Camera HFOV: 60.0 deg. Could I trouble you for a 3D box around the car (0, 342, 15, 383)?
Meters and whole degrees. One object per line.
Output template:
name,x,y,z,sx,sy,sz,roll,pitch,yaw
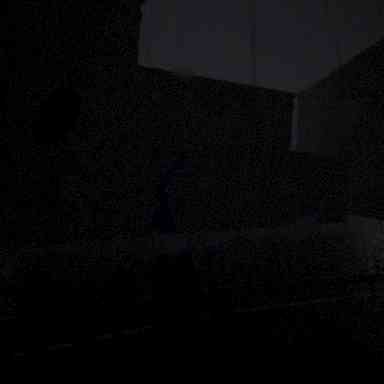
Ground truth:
car,-3.536,1.428,1.437,4.902,1.511,2.128,0,1,-36
